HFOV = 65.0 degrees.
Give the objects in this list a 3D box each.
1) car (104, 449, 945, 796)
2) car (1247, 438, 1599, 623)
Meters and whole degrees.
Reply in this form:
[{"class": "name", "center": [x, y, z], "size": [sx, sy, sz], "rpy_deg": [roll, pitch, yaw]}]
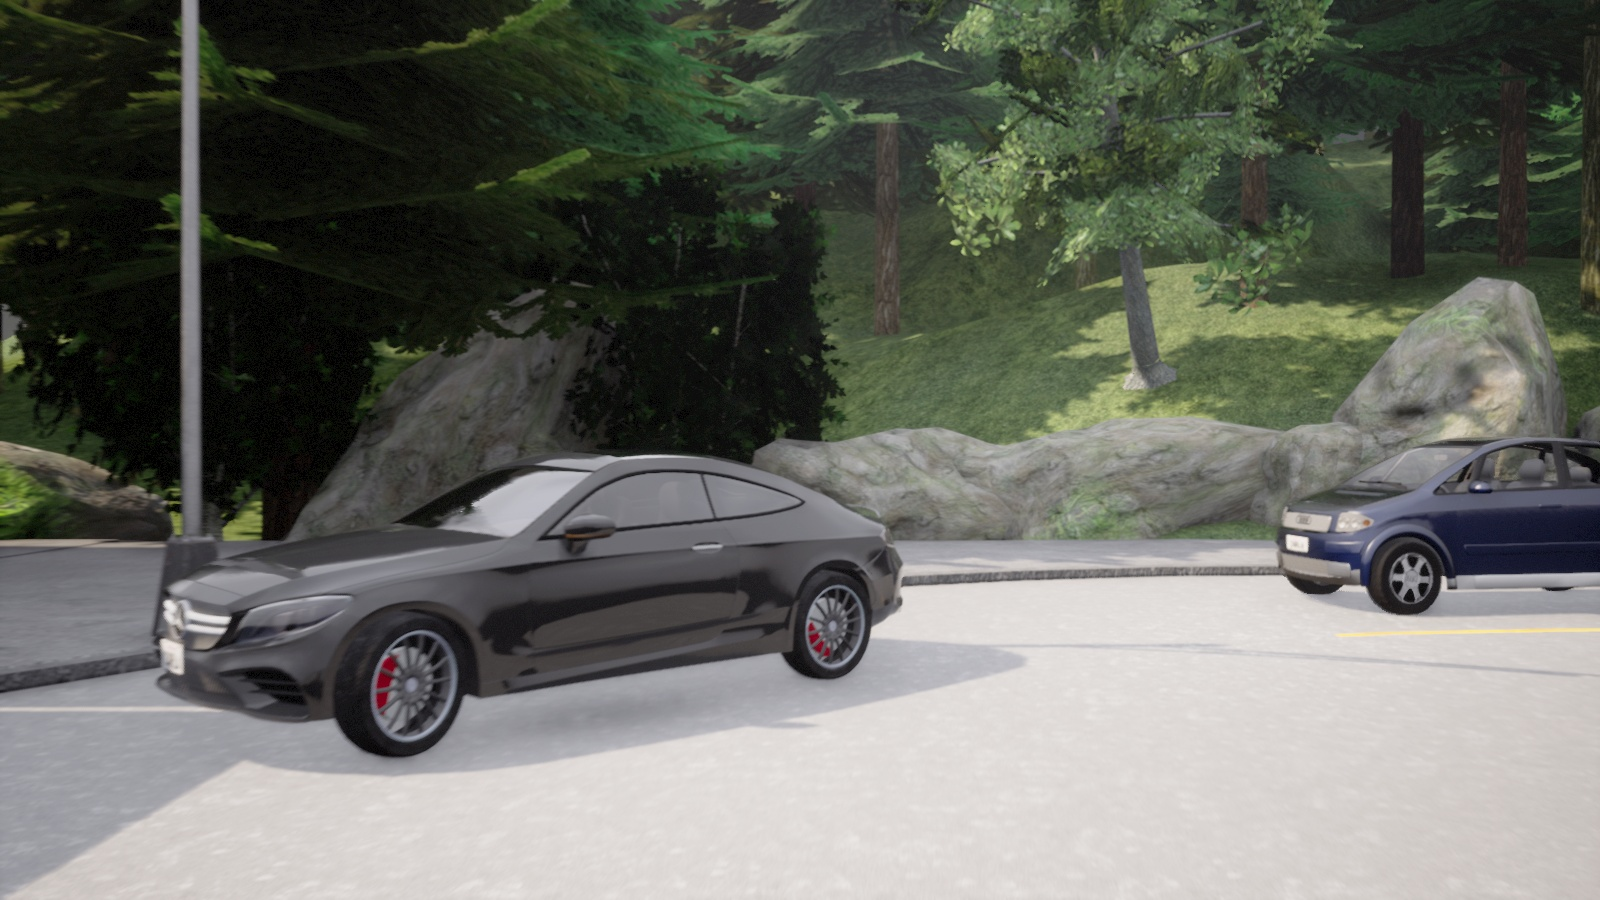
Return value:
[{"class": "car", "center": [-1.341, 0.727, 7.555], "size": [4.674, 1.442, 1.812], "rpy_deg": [0, 1, -43]}, {"class": "car", "center": [6.349, 0.667, 11.694], "size": [3.705, 1.549, 1.789], "rpy_deg": [0, 0, -7]}]
